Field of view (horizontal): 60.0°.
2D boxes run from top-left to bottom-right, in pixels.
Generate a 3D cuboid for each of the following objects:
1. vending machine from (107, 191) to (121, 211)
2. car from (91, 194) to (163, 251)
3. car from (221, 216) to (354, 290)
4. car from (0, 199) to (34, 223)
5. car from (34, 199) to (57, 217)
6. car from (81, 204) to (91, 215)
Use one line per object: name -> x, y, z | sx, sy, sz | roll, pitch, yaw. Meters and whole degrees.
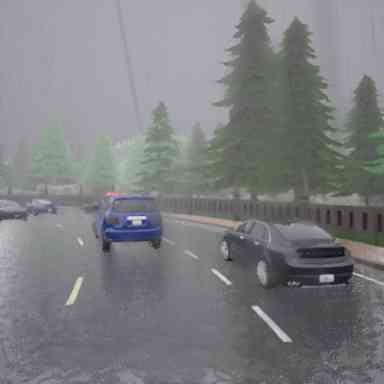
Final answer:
vending machine -> -8.131, 0.926, 34.543 | 0.880, 2.100, 1.100 | 0, 1, 42
car -> -2.808, 1.112, 13.856 | 2.150, 2.045, 5.566 | 0, 1, -20
car -> 2.192, 1.419, 8.958 | 1.837, 1.490, 4.892 | 0, 1, -11
car -> -13.449, 1.322, 24.039 | 1.882, 1.535, 5.008 | 0, 0, -44
car -> -13.510, 1.325, 29.239 | 4.674, 1.442, 1.812 | 0, 0, 43
car -> -7.751, 1.383, 28.456 | 1.895, 1.301, 4.718 | -1, 1, -41
